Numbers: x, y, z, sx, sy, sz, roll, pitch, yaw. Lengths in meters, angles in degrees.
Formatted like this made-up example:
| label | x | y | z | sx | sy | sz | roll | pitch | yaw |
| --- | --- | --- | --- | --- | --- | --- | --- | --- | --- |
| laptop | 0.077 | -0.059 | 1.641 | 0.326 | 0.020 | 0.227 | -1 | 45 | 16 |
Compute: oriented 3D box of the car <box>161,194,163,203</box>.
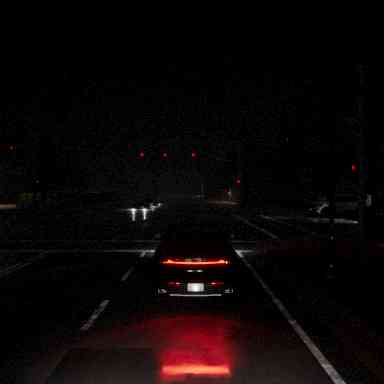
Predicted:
| label | x | y | z | sx | sy | sz | roll | pitch | yaw |
| --- | --- | --- | --- | --- | --- | --- | --- | --- | --- |
| car | -7.117 | 1.222 | 67.126 | 2.150 | 2.045 | 5.566 | 0 | 0 | 1 |

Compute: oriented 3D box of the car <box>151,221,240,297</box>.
| label | x | y | z | sx | sy | sz | roll | pitch | yaw |
| --- | --- | --- | --- | --- | --- | --- | --- | --- | --- |
| car | 0.072 | 1.505 | 8.534 | 1.837 | 1.490 | 4.892 | 0 | 0 | 0 |

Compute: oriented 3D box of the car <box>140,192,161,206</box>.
| label | x | y | z | sx | sy | sz | roll | pitch | yaw |
| --- | --- | --- | --- | --- | --- | --- | --- | --- | --- |
| car | -7.163 | 1.222 | 56.922 | 2.150 | 2.045 | 5.566 | 0 | 0 | 0 |

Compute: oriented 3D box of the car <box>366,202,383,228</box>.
| label | x | y | z | sx | sy | sz | roll | pitch | yaw |
| --- | --- | --- | --- | --- | --- | --- | --- | --- | --- |
| car | 13.136 | 1.491 | 19.206 | 4.902 | 1.511 | 2.128 | 0 | 0 | 0 |

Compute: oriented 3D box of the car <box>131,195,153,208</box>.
| label | x | y | z | sx | sy | sz | roll | pitch | yaw |
| --- | --- | --- | --- | --- | --- | --- | --- | --- | --- |
| car | -7.156 | 1.526 | 47.165 | 1.812 | 1.442 | 4.674 | 0 | 0 | 0 |

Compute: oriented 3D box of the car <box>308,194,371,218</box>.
| label | x | y | z | sx | sy | sz | roll | pitch | yaw |
| --- | --- | --- | --- | --- | --- | --- | --- | --- | --- |
| car | 13.432 | 1.221 | 29.918 | 5.566 | 2.045 | 2.150 | 0 | 0 | -1 |

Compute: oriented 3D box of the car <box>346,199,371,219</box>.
| label | x | y | z | sx | sy | sz | roll | pitch | yaw |
| --- | --- | --- | --- | --- | --- | --- | --- | --- | --- |
| car | 15.206 | 1.526 | 26.473 | 4.674 | 1.442 | 1.812 | 0 | 0 | -1 |
